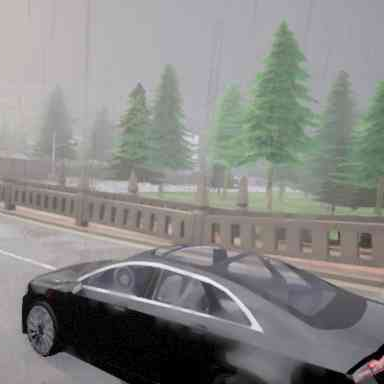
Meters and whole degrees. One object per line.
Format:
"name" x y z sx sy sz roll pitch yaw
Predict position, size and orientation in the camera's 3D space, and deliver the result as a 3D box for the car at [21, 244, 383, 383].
"car" -0.210 1.424 4.137 4.902 1.511 2.128 2 1 35
